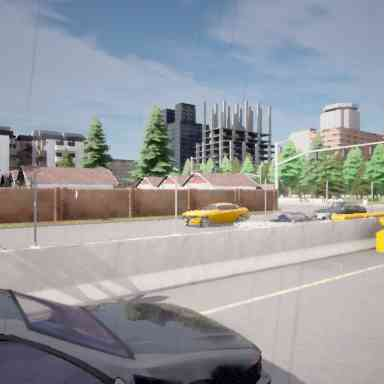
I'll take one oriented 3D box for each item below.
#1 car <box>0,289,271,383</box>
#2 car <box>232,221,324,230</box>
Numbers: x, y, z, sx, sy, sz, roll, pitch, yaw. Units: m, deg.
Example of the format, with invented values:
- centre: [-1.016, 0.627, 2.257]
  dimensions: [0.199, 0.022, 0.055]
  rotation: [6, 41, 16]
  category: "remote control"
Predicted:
- centre: [-1.847, 1.547, 2.430]
  dimensions: [5.357, 1.411, 2.033]
  rotation: [0, 0, -35]
  category: "car"
- centre: [4.106, 1.601, 15.496]
  dimensions: [4.718, 1.301, 1.895]
  rotation: [0, 0, -35]
  category: "car"
